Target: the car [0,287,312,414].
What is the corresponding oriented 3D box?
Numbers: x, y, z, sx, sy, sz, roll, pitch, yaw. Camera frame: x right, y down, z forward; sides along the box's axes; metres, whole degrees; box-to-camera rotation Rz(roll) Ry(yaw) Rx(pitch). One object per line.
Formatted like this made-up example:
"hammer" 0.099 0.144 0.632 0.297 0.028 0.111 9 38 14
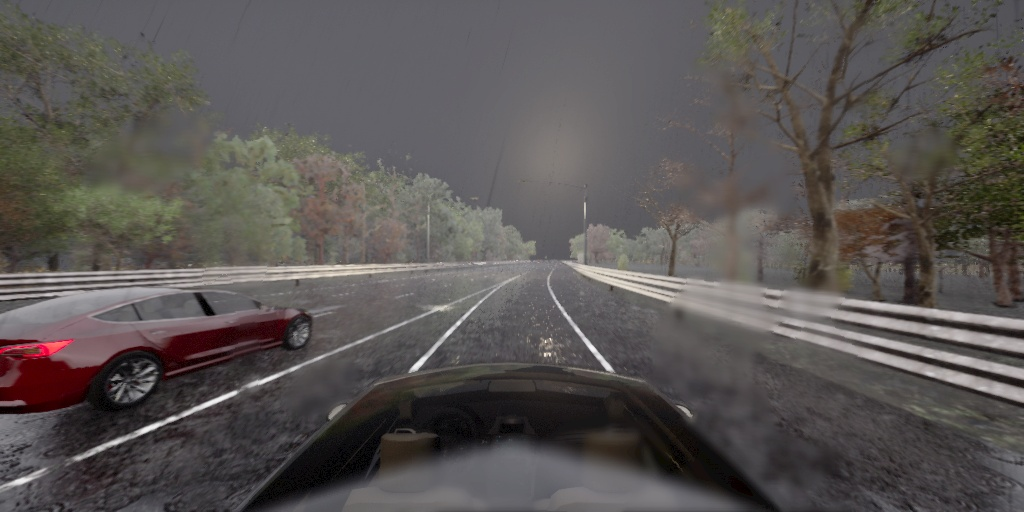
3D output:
"car" -5.676 1.252 6.184 2.163 1.488 4.792 0 0 7
